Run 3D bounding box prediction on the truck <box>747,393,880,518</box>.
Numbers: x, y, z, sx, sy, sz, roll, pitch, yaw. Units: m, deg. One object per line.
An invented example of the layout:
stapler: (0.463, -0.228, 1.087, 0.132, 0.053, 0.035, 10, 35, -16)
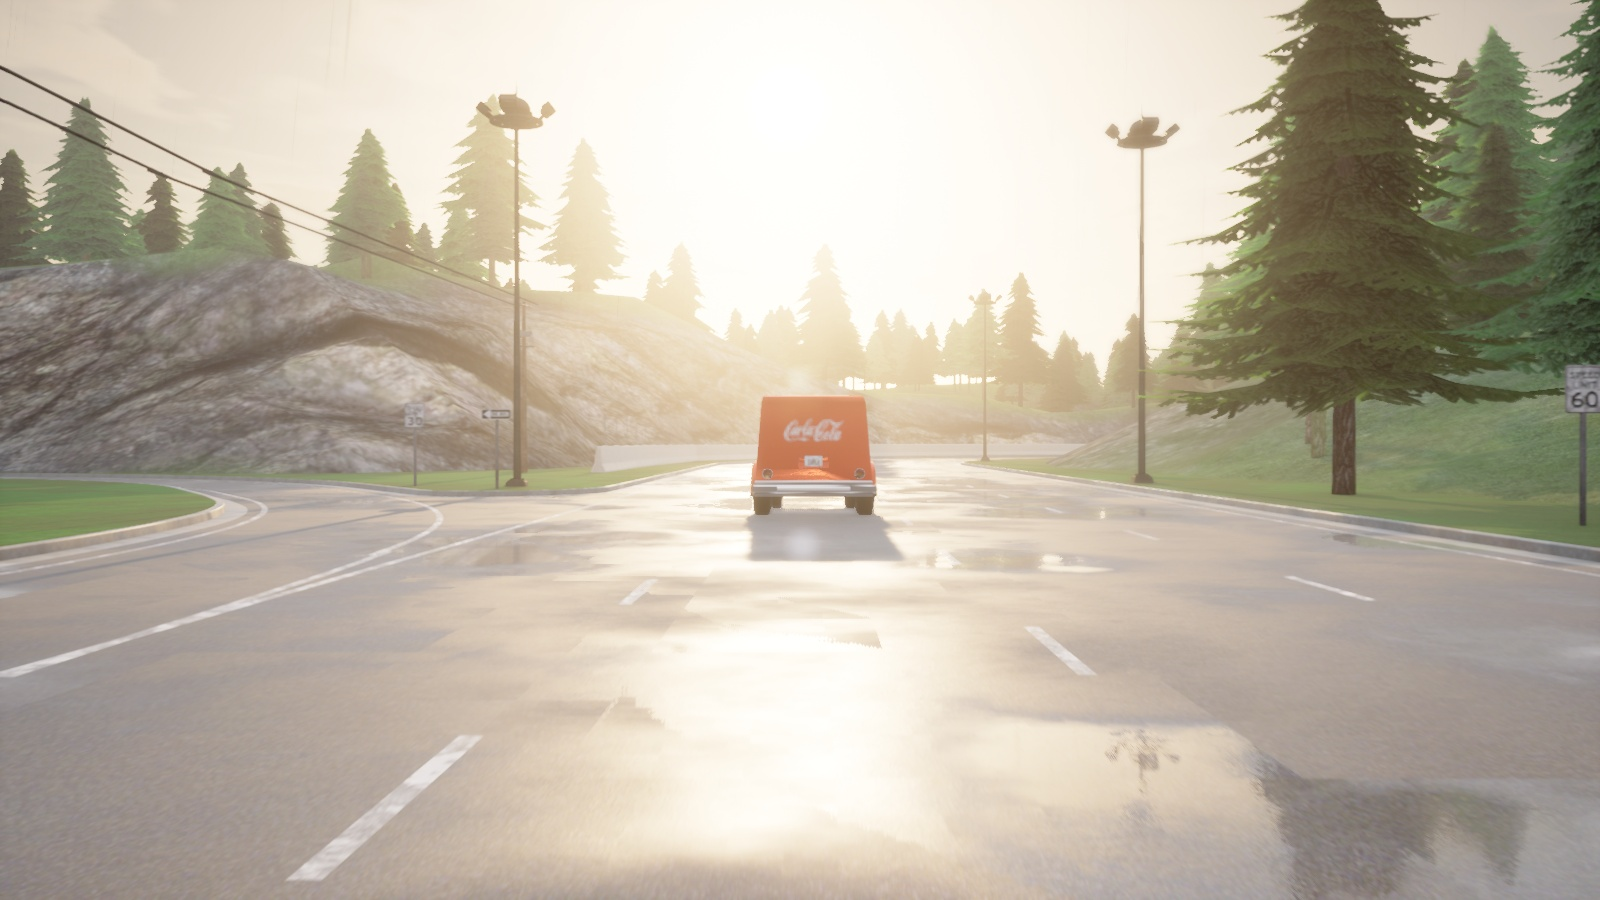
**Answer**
truck: (0.296, 0.098, 27.392, 2.627, 2.467, 5.204, 0, 0, 1)
